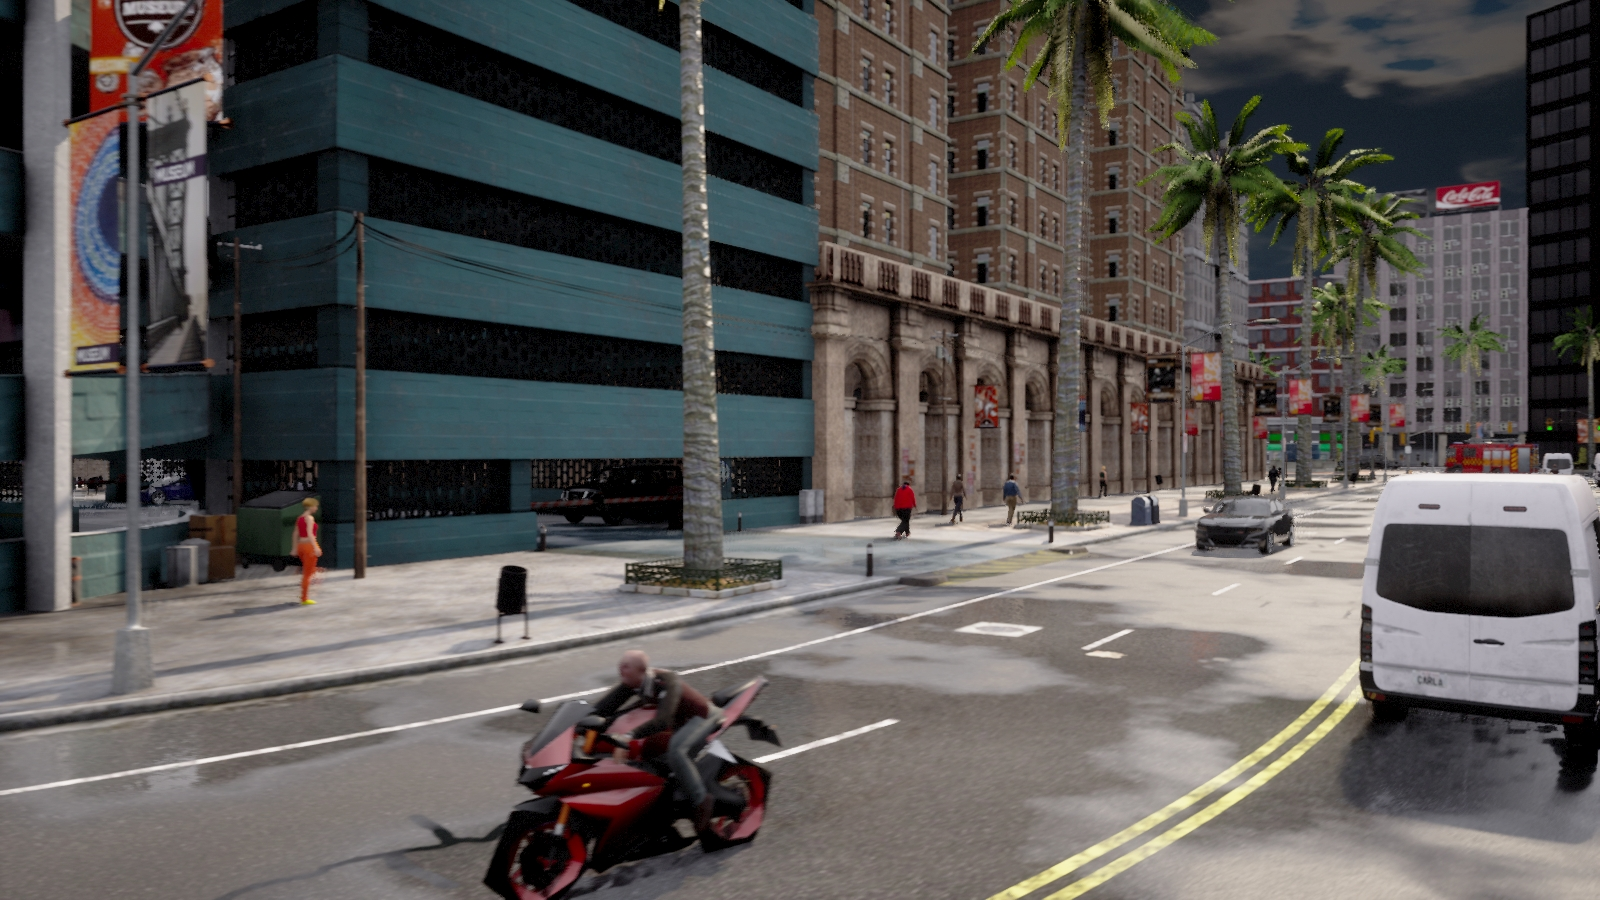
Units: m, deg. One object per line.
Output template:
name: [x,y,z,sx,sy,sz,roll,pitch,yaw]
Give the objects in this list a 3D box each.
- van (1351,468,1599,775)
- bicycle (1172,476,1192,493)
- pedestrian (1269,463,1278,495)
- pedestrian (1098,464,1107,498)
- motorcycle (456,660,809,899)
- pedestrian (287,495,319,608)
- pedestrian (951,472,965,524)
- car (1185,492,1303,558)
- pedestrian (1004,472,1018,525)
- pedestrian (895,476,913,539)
van: [7.905,1.537,12.862,1.988,2.561,5.915,0,0,37]
bicycle: [25.404,2.276,75.966,0.859,1.080,1.487,0,0,34]
pedestrian: [28.041,1.712,67.689,0.375,1.860,0.375,0,0,42]
pedestrian: [16.620,1.715,62.790,0.375,1.860,0.375,0,0,43]
motorcycle: [-1.040,2.208,7.574,2.209,1.251,0.867,0,-1,-44]
pedestrian: [-8.424,1.705,19.364,0.375,1.860,0.375,0,0,38]
pedestrian: [5.649,1.709,40.811,0.375,1.860,0.375,0,0,33]
car: [12.654,2.042,32.351,2.097,1.535,5.006,0,0,33]
pedestrian: [7.423,1.709,40.221,0.375,1.860,0.375,0,0,35]
pedestrian: [3.117,1.709,34.263,0.375,1.860,0.375,0,0,37]
